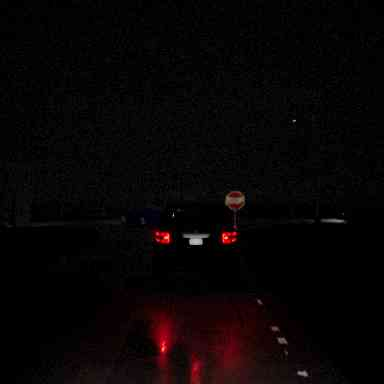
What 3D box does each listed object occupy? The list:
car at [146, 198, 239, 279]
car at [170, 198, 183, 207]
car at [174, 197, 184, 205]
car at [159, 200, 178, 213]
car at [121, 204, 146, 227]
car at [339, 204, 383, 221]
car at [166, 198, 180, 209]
[{"bbox_3d":[0.104,1.263,10.322,2.150,2.045,5.566,0,-1,0],"label":"car"},{"bbox_3d":[-2.755,1.827,59.866,2.033,1.411,5.357,0,0,1],"label":"car"},{"bbox_3d":[-2.723,1.867,70.358,2.033,1.411,5.357,0,0,0],"label":"car"},{"bbox_3d":[-2.817,1.752,41.271,1.994,1.385,4.181,0,0,0],"label":"car"},{"bbox_3d":[-3.312,1.560,23.495,1.882,1.535,5.008,0,-1,-36],"label":"car"},{"bbox_3d":[14.635,1.664,27.830,4.181,1.385,1.994,0,-1,-1],"label":"car"},{"bbox_3d":[-2.807,1.709,50.104,1.882,1.535,5.008,0,0,0],"label":"car"}]
